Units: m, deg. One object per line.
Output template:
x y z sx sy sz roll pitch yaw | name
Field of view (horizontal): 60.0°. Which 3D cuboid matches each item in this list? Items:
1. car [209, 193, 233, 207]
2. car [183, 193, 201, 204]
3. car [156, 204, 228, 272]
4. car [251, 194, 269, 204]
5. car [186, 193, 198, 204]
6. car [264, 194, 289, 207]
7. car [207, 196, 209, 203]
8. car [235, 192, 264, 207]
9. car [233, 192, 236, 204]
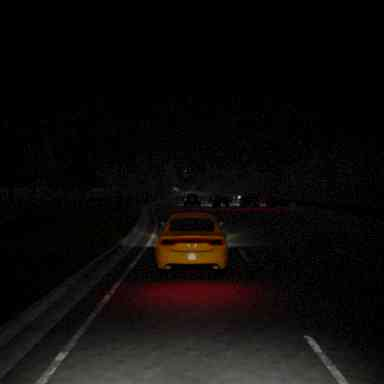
3.512 1.080 41.018 1.837 1.490 4.892 0 1 0 | car
0.012 0.923 41.404 2.097 1.767 4.553 0 1 0 | car
0.003 1.369 10.412 1.882 1.535 5.008 0 1 0 | car
10.515 0.994 51.435 1.812 1.442 4.674 0 1 0 | car
0.015 0.972 51.438 1.837 1.490 4.892 0 1 0 | car
10.512 1.053 41.016 1.882 1.535 5.008 0 1 0 | car
3.515 0.973 51.437 1.837 1.490 4.892 0 1 0 | car
7.012 1.067 41.017 2.128 1.511 4.902 0 1 0 | car
7.015 0.820 51.404 2.097 1.767 4.553 0 1 0 | car
